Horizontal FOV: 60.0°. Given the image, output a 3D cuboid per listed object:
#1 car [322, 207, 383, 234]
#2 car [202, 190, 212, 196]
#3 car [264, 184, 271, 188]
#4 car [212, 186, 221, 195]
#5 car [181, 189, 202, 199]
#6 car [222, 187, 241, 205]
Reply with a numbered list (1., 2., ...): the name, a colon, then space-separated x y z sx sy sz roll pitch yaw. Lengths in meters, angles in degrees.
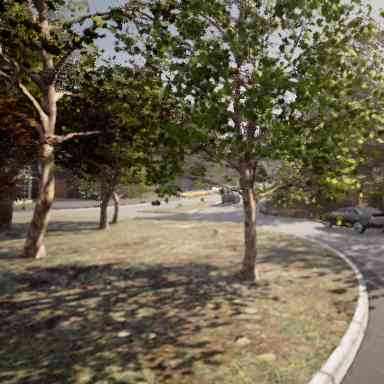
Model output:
1. car: 10.112 1.652 20.732 2.128 1.511 4.902 0 0 -14
2. car: 1.838 0.181 72.355 1.946 1.575 5.366 0 3 25
3. car: 19.063 -0.548 81.513 1.837 1.490 4.892 0 3 25
4. car: 4.176 -0.111 77.353 1.946 1.575 5.366 0 3 25
5. car: -0.509 0.476 67.364 1.946 1.575 5.366 0 3 25
6. car: 6.265 0.839 52.829 2.150 2.045 5.566 0 3 19
